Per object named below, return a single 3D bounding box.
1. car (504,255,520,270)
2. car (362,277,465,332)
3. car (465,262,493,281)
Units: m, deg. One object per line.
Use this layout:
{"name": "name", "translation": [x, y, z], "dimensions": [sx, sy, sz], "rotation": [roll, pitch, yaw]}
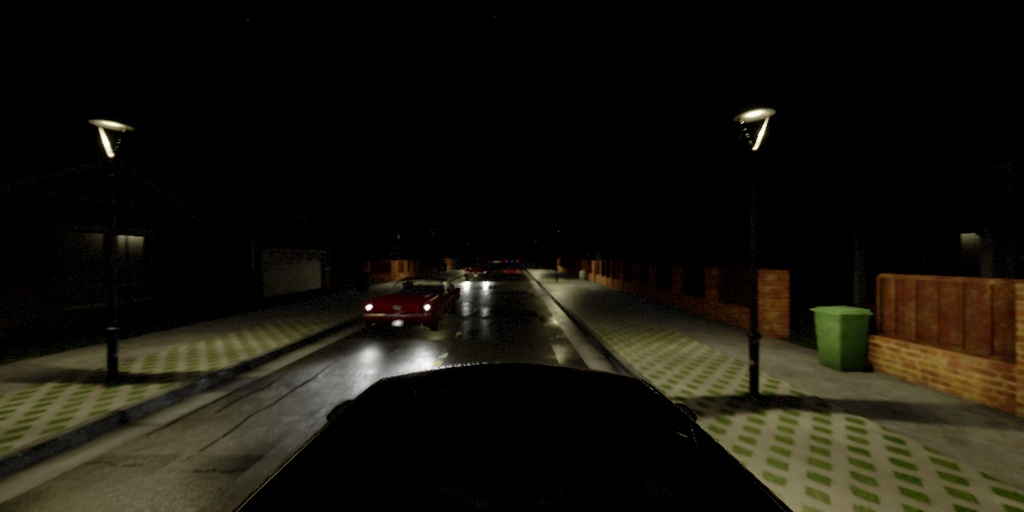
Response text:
{"name": "car", "translation": [-0.004, 0.888, 51.669], "dimensions": [2.150, 2.045, 5.566], "rotation": [0, 0, 0]}
{"name": "car", "translation": [-2.804, 1.349, 11.033], "dimensions": [1.895, 1.301, 4.718], "rotation": [0, 0, 1]}
{"name": "car", "translation": [-2.770, 1.250, 29.865], "dimensions": [1.812, 1.442, 4.674], "rotation": [0, 0, 0]}
